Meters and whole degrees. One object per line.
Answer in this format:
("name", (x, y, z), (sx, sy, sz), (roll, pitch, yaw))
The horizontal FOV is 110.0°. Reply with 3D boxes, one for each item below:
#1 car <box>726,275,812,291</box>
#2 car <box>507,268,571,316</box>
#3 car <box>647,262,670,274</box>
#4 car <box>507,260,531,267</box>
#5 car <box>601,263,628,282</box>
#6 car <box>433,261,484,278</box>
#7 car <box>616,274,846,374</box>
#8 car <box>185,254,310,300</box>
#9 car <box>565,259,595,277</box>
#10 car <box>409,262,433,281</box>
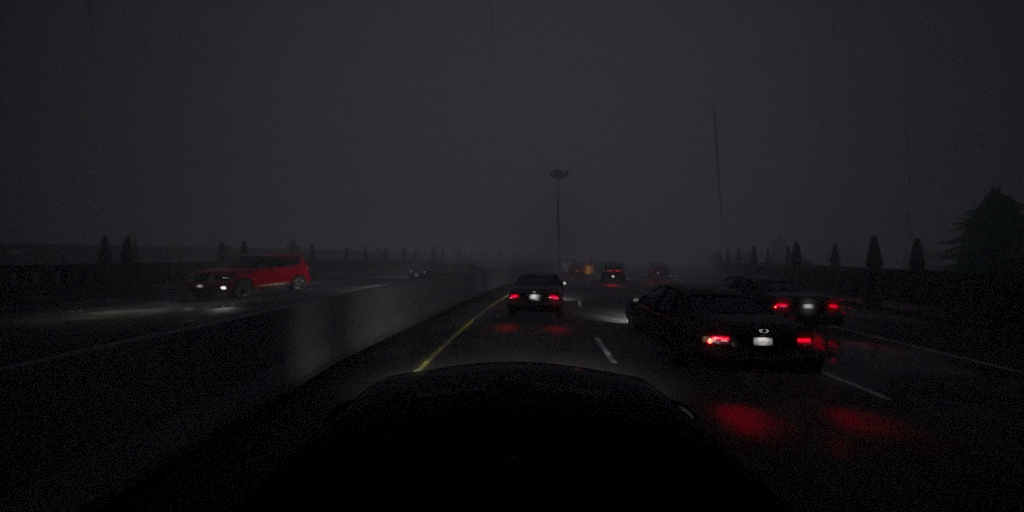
("car", (7.808, 1.323, 11.551), (2.033, 1.411, 5.357), (0, 0, 7))
("car", (1.008, 1.292, 13.325), (2.033, 1.411, 5.357), (0, 0, 8))
("car", (13.818, 1.309, 33.910), (1.812, 1.442, 4.674), (0, 0, 22))
("car", (1.110, 1.312, 56.262), (1.895, 1.301, 4.718), (0, 0, 28))
("car", (8.277, 1.268, 29.017), (1.837, 1.490, 4.892), (0, 0, 18))
("car", (-3.627, 1.192, 26.382), (1.882, 1.535, 5.008), (0, 0, 15))
("car", (3.926, 1.310, 7.807), (2.033, 1.411, 5.357), (0, 0, 5))
("car", (-12.625, 0.904, 17.720), (2.150, 2.045, 5.566), (0, 0, 9))
("car", (7.024, 1.230, 35.727), (1.882, 1.535, 5.008), (0, 0, 22))
("car", (-6.481, 1.191, 29.142), (2.128, 1.511, 4.902), (0, 0, 16))
